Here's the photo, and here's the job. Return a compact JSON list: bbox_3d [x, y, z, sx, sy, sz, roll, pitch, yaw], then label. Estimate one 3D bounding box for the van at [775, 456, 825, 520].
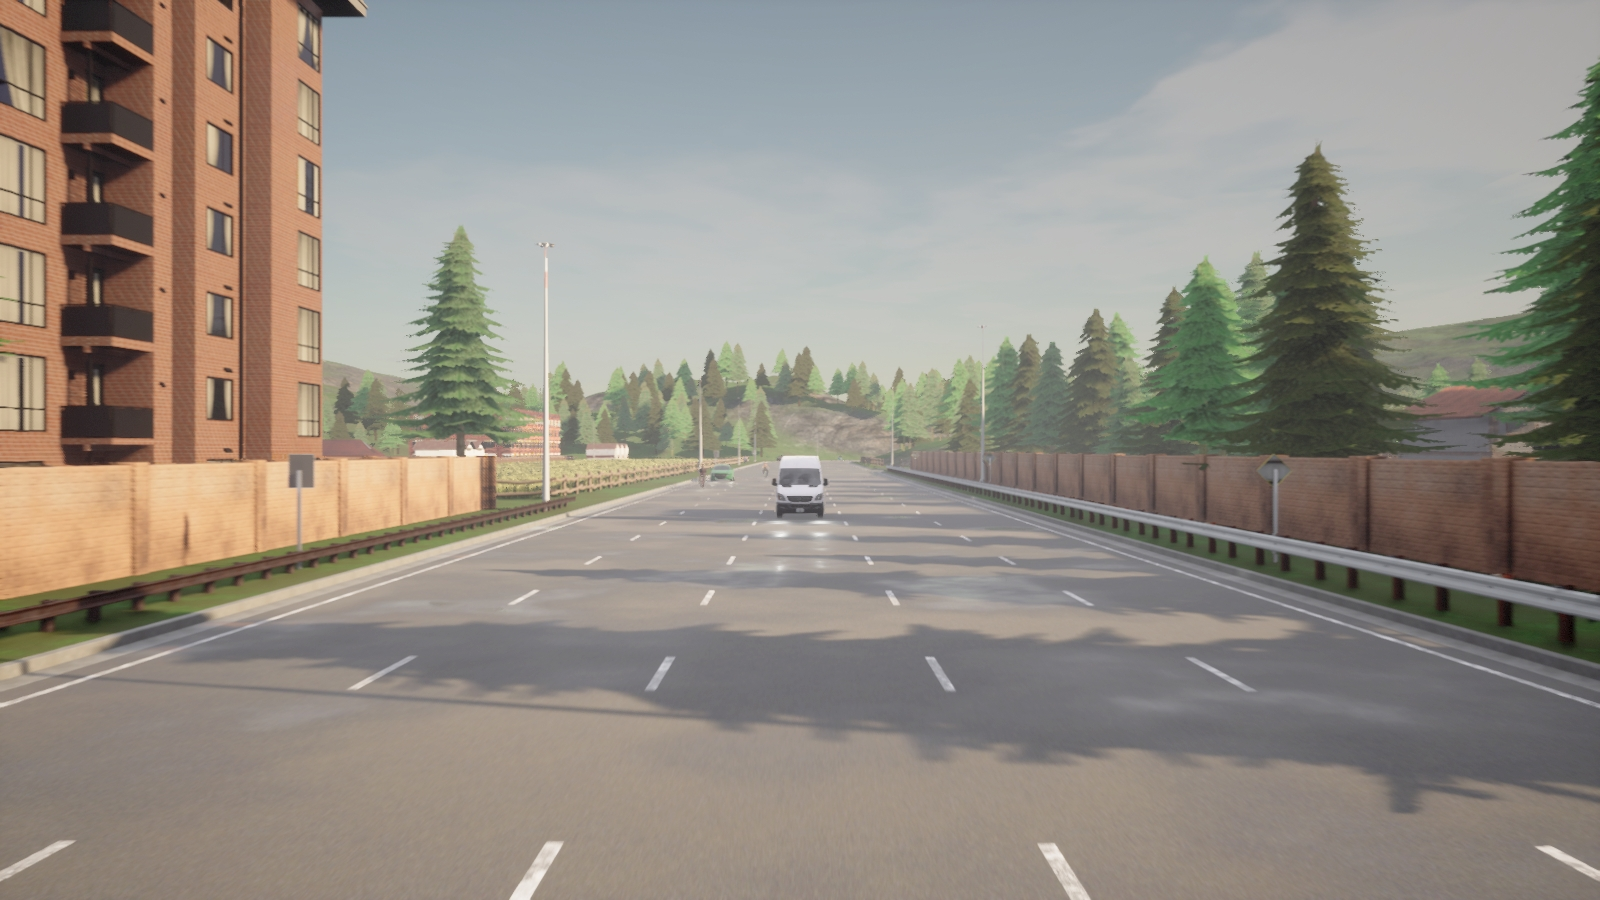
[{"bbox_3d":[0.006,1.534,48.739,1.988,2.561,5.915,0,0,0],"label":"van"}]
